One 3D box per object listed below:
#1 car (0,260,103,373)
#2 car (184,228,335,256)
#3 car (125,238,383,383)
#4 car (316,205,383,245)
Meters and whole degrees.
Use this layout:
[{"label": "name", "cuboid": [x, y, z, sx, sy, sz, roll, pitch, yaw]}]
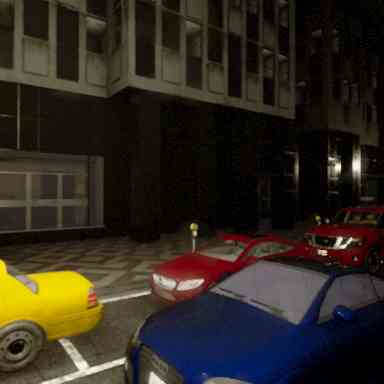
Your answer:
[{"label": "car", "cuboid": [-3.604, 1.521, 4.085, 4.829, 1.417, 1.752, 0, 0, -35]}, {"label": "car", "cuboid": [1.101, 1.610, 7.426, 4.206, 1.307, 1.802, 0, 0, -35]}, {"label": "car", "cuboid": [1.312, 1.582, 4.185, 4.181, 1.385, 1.994, 0, 0, -35]}, {"label": "car", "cuboid": [5.670, 1.374, 10.672, 5.009, 1.841, 2.192, 0, 0, -35]}]
